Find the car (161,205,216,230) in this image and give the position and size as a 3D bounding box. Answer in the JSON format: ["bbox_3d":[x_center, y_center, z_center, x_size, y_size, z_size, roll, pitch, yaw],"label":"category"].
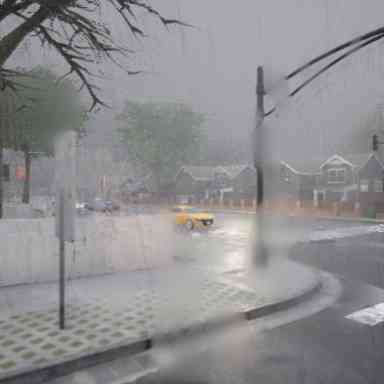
[{"bbox_3d":[-0.376,1.735,23.590,1.882,1.535,5.008,0,0,-36],"label":"car"}]

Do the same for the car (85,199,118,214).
[{"bbox_3d":[-10.648,1.795,37.891,1.882,1.535,5.008,0,0,-36],"label":"car"}]

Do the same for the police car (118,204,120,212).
[{"bbox_3d":[-11.164,1.770,44.336,1.930,1.638,5.238,0,0,-36],"label":"police car"}]
